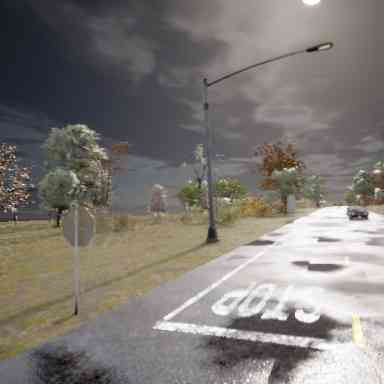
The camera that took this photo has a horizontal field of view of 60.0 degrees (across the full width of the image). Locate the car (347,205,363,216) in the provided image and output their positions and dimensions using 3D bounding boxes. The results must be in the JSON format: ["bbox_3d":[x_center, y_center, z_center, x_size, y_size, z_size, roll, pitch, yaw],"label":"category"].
[{"bbox_3d":[23.113,2.616,47.362,1.812,1.442,4.674,-4,-3,24],"label":"car"}]

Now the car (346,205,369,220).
[{"bbox_3d":[18.831,2.437,37.683,1.895,1.301,4.718,-4,-3,24],"label":"car"}]
